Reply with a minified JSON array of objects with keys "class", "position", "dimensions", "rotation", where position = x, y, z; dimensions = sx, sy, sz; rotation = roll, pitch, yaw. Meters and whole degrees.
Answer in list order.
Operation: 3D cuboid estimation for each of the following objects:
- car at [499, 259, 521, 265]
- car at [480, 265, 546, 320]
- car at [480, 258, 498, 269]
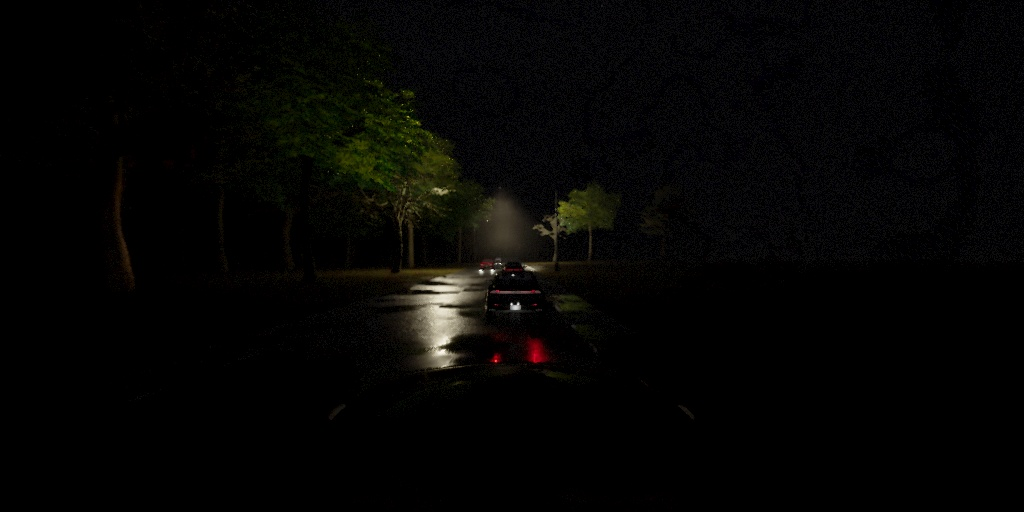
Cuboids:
[{"class":"car","position":[0.107,1.258,30.909],"dimensions":[1.837,1.490,4.892],"rotation":[0,0,0]},{"class":"car","position":[0.103,1.245,12.569],"dimensions":[2.128,1.511,4.902],"rotation":[0,0,0]},{"class":"car","position":[-3.555,1.204,52.477],"dimensions":[1.882,1.535,5.008],"rotation":[0,0,0]}]
